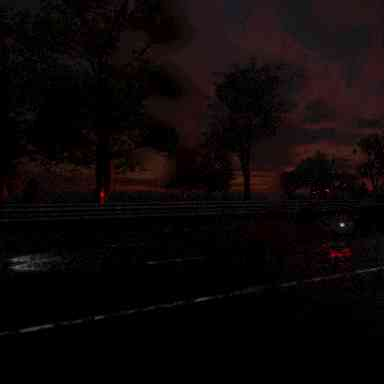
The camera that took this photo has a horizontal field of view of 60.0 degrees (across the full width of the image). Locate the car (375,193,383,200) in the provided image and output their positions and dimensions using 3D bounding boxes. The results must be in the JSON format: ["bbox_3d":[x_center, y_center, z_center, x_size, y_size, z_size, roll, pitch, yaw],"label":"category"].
[{"bbox_3d":[15.588,1.050,24.236,5.566,2.045,2.150,0,0,-27],"label":"car"}]

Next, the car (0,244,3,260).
[{"bbox_3d":[-7.130,1.348,8.316,4.181,1.385,1.994,0,0,-29],"label":"car"}]

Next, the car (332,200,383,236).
[{"bbox_3d":[9.369,1.321,17.115,4.892,1.490,1.837,0,0,-27],"label":"car"}]
